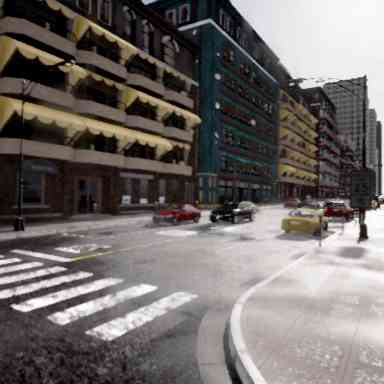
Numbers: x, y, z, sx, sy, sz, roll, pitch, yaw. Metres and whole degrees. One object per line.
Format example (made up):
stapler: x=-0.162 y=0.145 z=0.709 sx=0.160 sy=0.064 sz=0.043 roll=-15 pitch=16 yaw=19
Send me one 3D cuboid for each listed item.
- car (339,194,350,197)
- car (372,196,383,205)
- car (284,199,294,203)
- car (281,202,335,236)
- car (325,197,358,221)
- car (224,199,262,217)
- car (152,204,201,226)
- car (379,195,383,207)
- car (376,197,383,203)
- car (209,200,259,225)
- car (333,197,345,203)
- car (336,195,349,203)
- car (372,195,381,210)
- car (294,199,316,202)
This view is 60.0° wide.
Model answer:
car: x=23.416 y=1.377 z=50.111 sx=2.150 sy=2.045 sz=5.566 roll=1 pitch=0 yaw=33
car: x=38.887 y=1.761 z=69.443 sx=1.967 sy=1.590 sz=4.097 roll=2 pitch=1 yaw=32
car: x=13.942 y=1.601 z=45.849 sx=1.887 sy=1.381 sz=4.507 roll=2 pitch=1 yaw=32
car: x=6.262 y=1.488 z=18.165 sx=1.752 sy=1.417 sz=4.829 roll=2 pitch=1 yaw=32
car: x=12.122 y=1.471 z=27.370 sx=1.967 sy=1.590 sz=4.097 roll=2 pitch=1 yaw=32
car: x=4.930 y=1.480 z=31.682 sx=1.752 sy=1.417 sz=4.829 roll=2 pitch=1 yaw=32
car: x=-0.928 y=1.469 z=22.475 sx=1.802 sy=1.307 sz=4.206 roll=2 pitch=1 yaw=32
car: x=28.599 y=1.440 z=52.521 sx=2.150 sy=2.045 sz=5.566 roll=1 pitch=0 yaw=32
car: x=44.833 y=1.927 z=78.794 sx=1.887 sy=1.381 sz=4.507 roll=2 pitch=1 yaw=32
car: x=2.973 y=1.434 z=23.803 sx=1.837 sy=1.490 sz=4.892 roll=1 pitch=0 yaw=32
car: x=34.759 y=1.828 z=78.573 sx=2.008 sy=1.369 sz=4.403 roll=2 pitch=1 yaw=32
car: x=37.740 y=1.623 z=83.245 sx=2.192 sy=1.841 sz=5.009 roll=2 pitch=1 yaw=32
car: x=24.961 y=1.630 z=46.725 sx=1.801 sy=1.575 sz=5.366 roll=1 pitch=0 yaw=32
car: x=14.978 y=1.631 z=42.540 sx=1.994 sy=1.385 sz=4.181 roll=1 pitch=0 yaw=33
